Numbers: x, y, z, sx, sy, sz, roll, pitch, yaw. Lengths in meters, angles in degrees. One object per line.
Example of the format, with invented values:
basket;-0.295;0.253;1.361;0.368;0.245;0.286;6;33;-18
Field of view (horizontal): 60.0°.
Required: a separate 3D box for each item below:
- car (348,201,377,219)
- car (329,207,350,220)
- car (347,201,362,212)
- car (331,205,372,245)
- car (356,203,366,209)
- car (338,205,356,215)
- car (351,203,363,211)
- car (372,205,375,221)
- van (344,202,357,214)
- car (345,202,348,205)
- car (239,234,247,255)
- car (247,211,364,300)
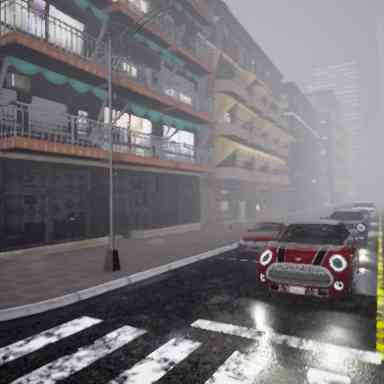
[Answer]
car;18.720;2.020;36.186;2.150;2.045;5.566;-1;-2;30
car;17.236;2.465;38.854;1.802;1.307;4.206;-2;-2;30
car;31.021;2.721;63.237;2.192;1.841;5.009;-2;-2;30
car;8.352;1.762;17.988;2.097;1.767;4.553;-1;-2;29
car;42.066;3.408;82.723;1.802;1.307;4.206;-2;-2;30
car;22.759;2.642;48.600;2.008;1.369;4.403;-2;-2;30
car;33.773;3.062;68.110;2.008;1.369;4.403;-2;-2;30
car;13.508;2.082;27.064;1.882;1.535;5.008;-1;-2;30
van;25.517;2.537;53.479;1.690;1.788;3.998;-2;-2;30
car;19.995;2.427;43.731;1.967;1.590;4.097;-2;-2;30
car;3.424;1.943;14.490;1.802;1.307;4.206;-2;-2;30
car;3.370;1.573;9.172;2.097;1.767;4.553;-1;-2;29
